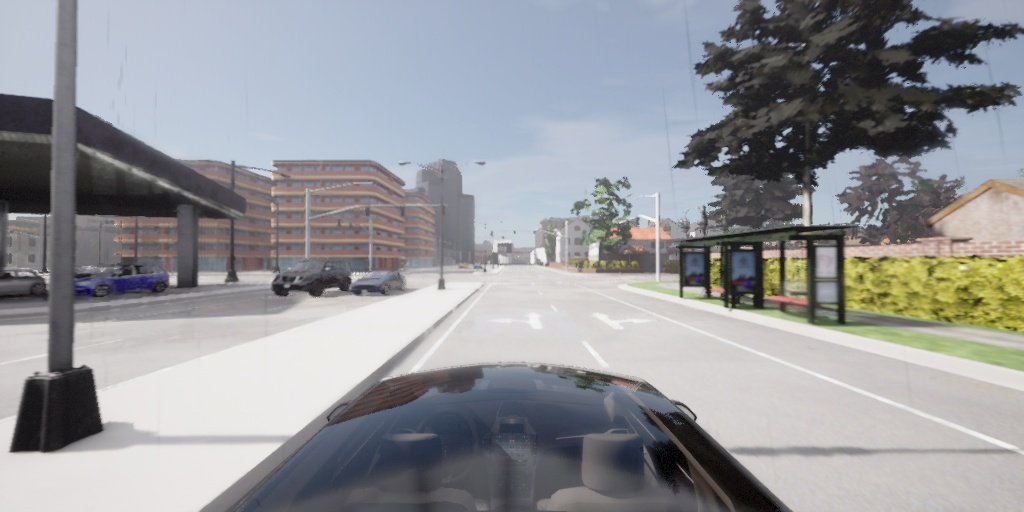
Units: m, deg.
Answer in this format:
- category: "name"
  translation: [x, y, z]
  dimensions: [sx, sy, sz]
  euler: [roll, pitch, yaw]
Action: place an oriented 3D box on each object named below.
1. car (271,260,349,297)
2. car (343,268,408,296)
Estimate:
- category: "car"
  translation: [-11.531, 1.244, 21.194]
  dimensions: [2.150, 2.045, 5.566]
  euler: [0, -1, 0]
- category: "car"
  translation: [-8.018, 1.581, 22.158]
  dimensions: [2.033, 1.411, 5.357]
  euler: [0, -1, 0]
